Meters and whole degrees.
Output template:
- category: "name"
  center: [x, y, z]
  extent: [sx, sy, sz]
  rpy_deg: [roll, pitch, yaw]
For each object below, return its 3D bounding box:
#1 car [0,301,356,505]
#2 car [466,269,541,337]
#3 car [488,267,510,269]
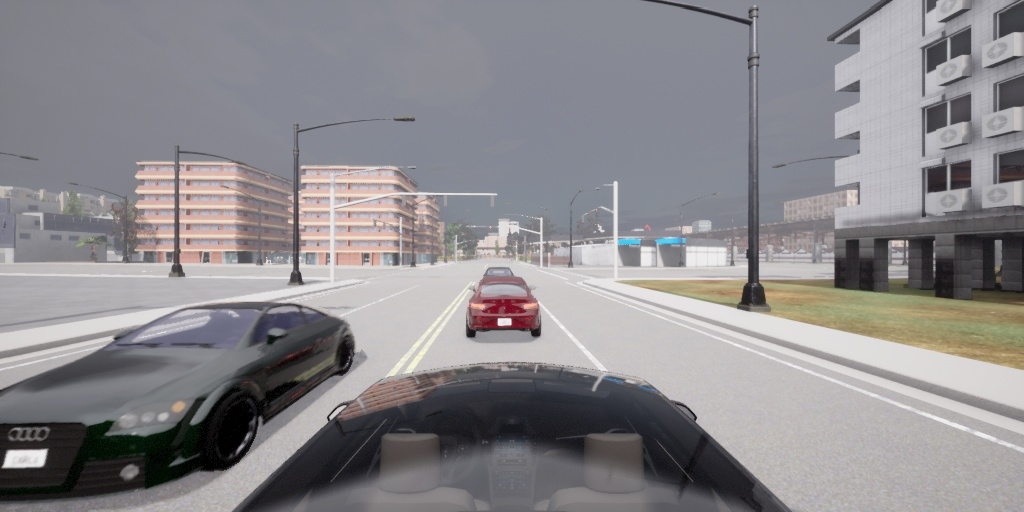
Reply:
- category: "car"
  center: [-3.686, 1.314, 4.641]
  extent: [1.994, 1.385, 4.181]
  rpy_deg: [0, 0, -3]
- category: "car"
  center: [-0.269, 1.276, 10.155]
  extent: [1.812, 1.442, 4.674]
  rpy_deg: [0, 0, -3]
- category: "car"
  center: [-0.727, 1.297, 19.729]
  extent: [2.033, 1.411, 5.357]
  rpy_deg: [0, 0, -3]
